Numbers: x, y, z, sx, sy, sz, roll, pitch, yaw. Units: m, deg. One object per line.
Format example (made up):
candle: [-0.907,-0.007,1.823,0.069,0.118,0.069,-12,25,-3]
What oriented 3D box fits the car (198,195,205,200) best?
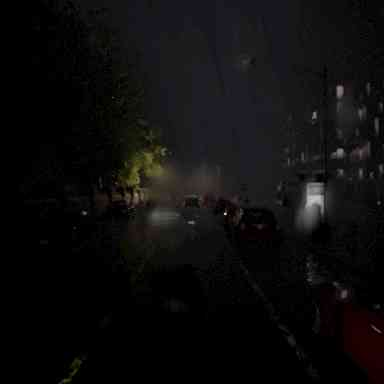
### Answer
car: [2.675,1.508,93.814,1.947,1.339,4.313,0,0,0]

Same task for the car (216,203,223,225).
car: [2.686,1.547,20.596,1.802,1.307,4.206,0,0,0]

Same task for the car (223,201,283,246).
car: [2.688,1.413,14.964,1.967,1.590,4.097,0,0,0]

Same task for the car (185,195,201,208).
car: [0.009,1.425,48.191,1.882,1.535,5.008,0,0,0]

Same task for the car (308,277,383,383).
car: [2.689,1.575,3.700,1.802,1.307,4.206,0,0,0]

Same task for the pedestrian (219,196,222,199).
pedestrian: [2.995,1.248,35.577,0.375,1.860,0.375,0,0,-3]

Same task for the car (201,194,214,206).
car: [2.682,1.260,54.390,2.192,1.841,5.009,0,0,0]

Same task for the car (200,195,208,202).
car: [2.678,1.460,77.090,1.752,1.417,4.829,0,0,0]

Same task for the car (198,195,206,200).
car: [2.676,1.482,88.182,1.887,1.381,4.507,0,0,0]

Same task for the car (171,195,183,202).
car: [-3.013,1.384,76.684,2.128,1.511,4.902,0,0,0]

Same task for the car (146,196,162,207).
car: [-5.698,1.529,48.757,1.802,1.307,4.206,0,0,0]

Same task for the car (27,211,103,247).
car: [-5.693,1.538,14.963,1.947,1.339,4.313,0,0,0]

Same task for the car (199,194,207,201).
car: [2.677,1.375,82.551,1.967,1.590,4.097,0,0,0]

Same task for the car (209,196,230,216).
car: [2.995,1.434,32.573,1.882,1.535,5.008,0,0,0]

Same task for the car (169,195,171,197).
car: [-5.702,1.374,76.918,1.967,1.590,4.097,0,0,0]

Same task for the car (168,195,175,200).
car: [-5.705,1.524,93.813,1.802,1.307,4.206,0,0,0]

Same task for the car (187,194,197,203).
car: [-0.010,1.298,67.261,2.097,1.767,4.553,0,0,0]

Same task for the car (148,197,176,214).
car: [-3.100,1.518,35.242,1.994,1.385,4.181,0,0,0]

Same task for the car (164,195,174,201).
car: [-5.703,1.485,82.549,2.008,1.369,4.403,0,0,0]

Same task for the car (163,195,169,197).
car: [-5.700,1.492,60.022,2.008,1.369,4.403,0,0,0]

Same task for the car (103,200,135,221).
car: [-5.695,1.399,26.227,1.967,1.590,4.097,0,0,0]
